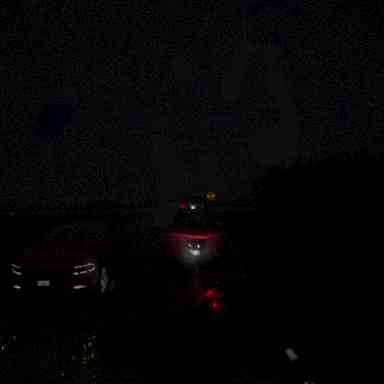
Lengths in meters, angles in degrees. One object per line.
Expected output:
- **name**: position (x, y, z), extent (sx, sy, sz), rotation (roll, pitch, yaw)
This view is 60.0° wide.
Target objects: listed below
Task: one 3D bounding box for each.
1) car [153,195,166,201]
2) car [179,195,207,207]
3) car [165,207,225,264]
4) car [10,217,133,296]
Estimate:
- **car**: position (-8.538, 1.651, 87.545), extent (1.882, 1.535, 5.008), rotation (-1, 0, -32)
- **car**: position (0.083, 1.294, 28.130), extent (2.150, 2.045, 5.566), rotation (0, 0, 0)
- **car**: position (0.093, 1.509, 11.891), extent (2.128, 1.511, 4.902), rotation (0, 0, 0)
- **car**: position (-2.847, 1.487, 8.885), extent (1.882, 1.535, 5.008), rotation (0, 0, 0)
